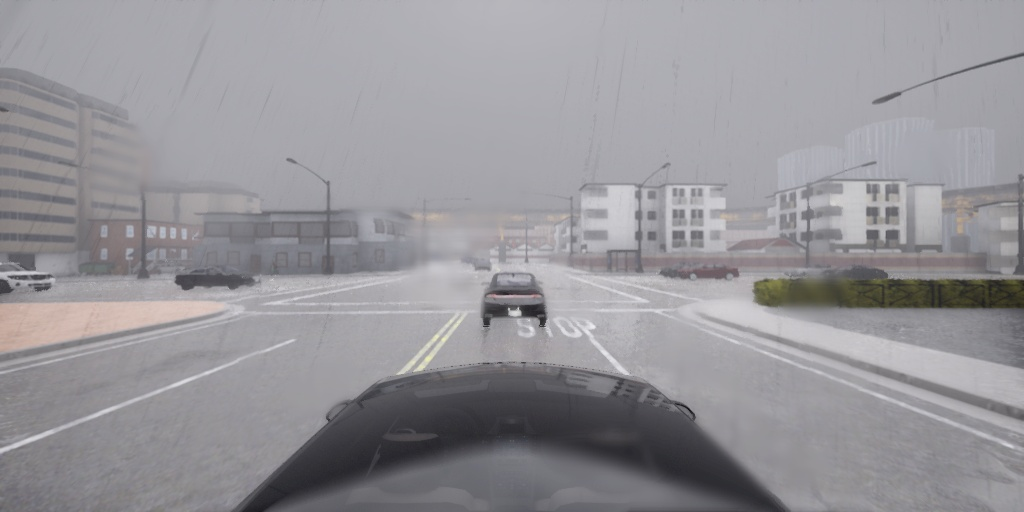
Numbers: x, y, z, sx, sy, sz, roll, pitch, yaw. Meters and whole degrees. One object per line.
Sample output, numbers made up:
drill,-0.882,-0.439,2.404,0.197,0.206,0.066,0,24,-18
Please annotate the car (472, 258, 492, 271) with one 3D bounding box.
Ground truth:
car,-3.670,1.221,47.197,2.033,1.411,5.357,0,1,0

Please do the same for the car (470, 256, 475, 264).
car,-4.913,1.059,56.495,1.994,1.385,4.181,0,1,-13

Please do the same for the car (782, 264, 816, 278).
car,28.739,1.459,34.173,4.718,1.301,1.895,0,0,2

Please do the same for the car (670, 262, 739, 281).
car,16.854,1.326,31.034,5.008,1.535,1.882,0,0,1

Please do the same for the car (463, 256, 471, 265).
car,-7.459,0.792,64.609,1.882,1.535,5.008,0,2,-23

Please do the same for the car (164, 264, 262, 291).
car,-19.171,1.429,23.541,4.902,1.511,2.128,-1,0,-1

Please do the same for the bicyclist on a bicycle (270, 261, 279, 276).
bicyclist on a bicycle,-26.413,1.395,39.845,0.582,1.620,1.656,-1,0,-1

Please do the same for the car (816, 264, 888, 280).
car,29.194,1.409,30.613,4.181,1.385,1.994,0,0,3

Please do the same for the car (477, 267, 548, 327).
car,0.041,1.278,11.704,2.128,1.511,4.902,0,0,-1

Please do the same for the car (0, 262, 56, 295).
car,-33.363,1.411,23.197,5.566,2.045,2.150,-1,0,-1

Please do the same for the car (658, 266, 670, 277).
car,16.612,1.351,34.537,4.902,1.511,2.128,0,0,1
